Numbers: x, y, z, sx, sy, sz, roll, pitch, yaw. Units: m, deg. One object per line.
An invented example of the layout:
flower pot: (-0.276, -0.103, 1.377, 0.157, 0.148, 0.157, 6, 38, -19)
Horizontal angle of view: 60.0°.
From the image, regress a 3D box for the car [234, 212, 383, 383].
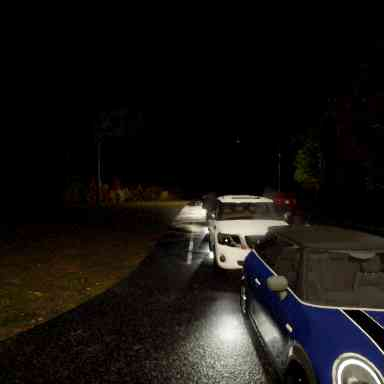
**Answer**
car: (1.936, 1.338, 4.186, 2.097, 1.767, 4.553, 0, 0, -1)

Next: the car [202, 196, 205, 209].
car: (2.172, 1.269, 40.068, 1.882, 1.535, 5.008, 0, 0, 1)

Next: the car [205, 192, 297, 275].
car: (1.680, 1.160, 10.531, 2.150, 2.045, 5.566, 0, 0, 1)

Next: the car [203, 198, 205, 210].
car: (1.881, 1.380, 23.119, 1.837, 1.490, 4.892, 0, 0, 1)

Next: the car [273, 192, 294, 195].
car: (9.069, 1.050, 34.208, 2.150, 2.045, 5.566, 0, 0, 1)

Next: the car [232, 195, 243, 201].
car: (9.690, 1.225, 71.516, 1.895, 1.301, 4.718, 0, 0, 1)

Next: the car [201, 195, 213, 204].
car: (2.641, 1.298, 58.108, 1.895, 1.301, 4.718, 0, 0, 3)

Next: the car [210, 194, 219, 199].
car: (5.742, 1.104, 84.340, 1.994, 1.385, 4.181, 0, 0, 8)
